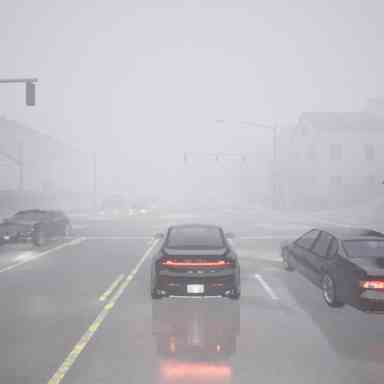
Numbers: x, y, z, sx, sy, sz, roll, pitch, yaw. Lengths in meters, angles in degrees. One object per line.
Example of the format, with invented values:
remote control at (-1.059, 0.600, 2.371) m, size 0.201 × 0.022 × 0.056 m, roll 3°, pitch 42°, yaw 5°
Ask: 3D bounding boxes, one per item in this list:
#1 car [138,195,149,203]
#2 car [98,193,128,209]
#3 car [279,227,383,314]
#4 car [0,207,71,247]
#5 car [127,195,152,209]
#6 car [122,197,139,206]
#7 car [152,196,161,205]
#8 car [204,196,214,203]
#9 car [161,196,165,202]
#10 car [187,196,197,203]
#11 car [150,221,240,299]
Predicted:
car at (-10.481, 1.498, 72.105) m, size 1.837 × 1.490 × 4.892 m, roll 0°, pitch 0°, yaw 0°
car at (-10.588, 1.222, 45.015) m, size 2.150 × 2.045 × 5.566 m, roll 0°, pitch 0°, yaw 0°
car at (3.577, 1.547, 7.871) m, size 2.033 × 1.411 × 5.357 m, roll 0°, pitch 0°, yaw 0°
car at (-7.097, 1.505, 15.170) m, size 1.837 × 1.490 × 4.892 m, roll 0°, pitch 0°, yaw 0°
car at (-7.087, 1.478, 45.229) m, size 1.882 × 1.535 × 5.008 m, roll 0°, pitch 0°, yaw 0°
car at (-10.566, 1.547, 57.711) m, size 2.033 × 1.411 × 5.357 m, roll 0°, pitch 0°, yaw 0°
car at (-7.068, 1.499, 58.051) m, size 1.837 × 1.490 × 4.892 m, roll 0°, pitch 2°, yaw 0°
car at (3.517, 1.545, 69.213) m, size 2.033 × 1.411 × 5.357 m, roll 0°, pitch 0°, yaw 0°
car at (-6.980, 1.539, 72.850) m, size 2.033 × 1.411 × 5.357 m, roll 0°, pitch 0°, yaw 0°
car at (0.019, 1.547, 69.214) m, size 2.033 × 1.411 × 5.357 m, roll 0°, pitch 0°, yaw 0°
car at (0.078, 1.505, 8.448) m, size 1.837 × 1.490 × 4.892 m, roll 0°, pitch 0°, yaw 0°
